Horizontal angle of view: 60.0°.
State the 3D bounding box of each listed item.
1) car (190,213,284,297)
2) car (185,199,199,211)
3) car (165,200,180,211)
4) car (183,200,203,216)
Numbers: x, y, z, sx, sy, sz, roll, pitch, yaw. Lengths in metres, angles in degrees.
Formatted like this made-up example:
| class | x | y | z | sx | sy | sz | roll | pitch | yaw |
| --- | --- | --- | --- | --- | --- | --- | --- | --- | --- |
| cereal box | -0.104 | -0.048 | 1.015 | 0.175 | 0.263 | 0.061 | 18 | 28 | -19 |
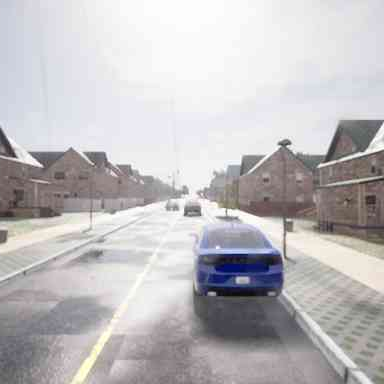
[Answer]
| class | x | y | z | sx | sy | sz | roll | pitch | yaw |
| --- | --- | --- | --- | --- | --- | --- | --- | --- | --- |
| car | 0.965 | 1.534 | 8.778 | 1.882 | 1.535 | 5.008 | 0 | 0 | 0 |
| car | 0.040 | 1.798 | 46.125 | 1.882 | 1.535 | 5.008 | 0 | 0 | 1 |
| car | -2.733 | 1.816 | 46.700 | 2.128 | 1.511 | 4.902 | 0 | 0 | 0 |
| car | 0.082 | 1.749 | 36.277 | 1.837 | 1.490 | 4.892 | 0 | 0 | 0 |
